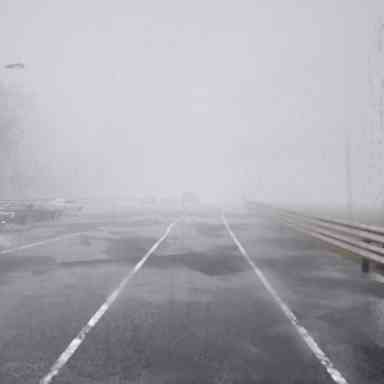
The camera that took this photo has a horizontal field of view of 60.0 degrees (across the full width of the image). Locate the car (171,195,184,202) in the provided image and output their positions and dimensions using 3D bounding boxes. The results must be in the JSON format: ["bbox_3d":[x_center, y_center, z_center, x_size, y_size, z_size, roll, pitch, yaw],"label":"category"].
[{"bbox_3d":[-3.205,1.436,73.806,1.812,1.442,4.674,0,0,13],"label":"car"}]

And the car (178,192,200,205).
[{"bbox_3d":[-0.205,1.094,55.066,2.150,2.045,5.566,0,0,12],"label":"car"}]

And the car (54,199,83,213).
[{"bbox_3d":[-11.982,1.350,30.944,1.812,1.442,4.674,0,0,10],"label":"car"}]

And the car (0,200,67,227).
[{"bbox_3d":[-10.174,1.406,20.860,1.895,1.301,4.718,0,0,9],"label":"car"}]

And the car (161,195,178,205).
[{"bbox_3d":[-3.756,1.398,55.080,1.812,1.442,4.674,0,0,12],"label":"car"}]

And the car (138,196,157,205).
[{"bbox_3d":[-7.323,1.350,55.150,1.882,1.535,5.008,0,0,12],"label":"car"}]

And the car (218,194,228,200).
[{"bbox_3d":[8.719,1.493,92.723,2.033,1.411,5.357,0,0,15],"label":"car"}]
